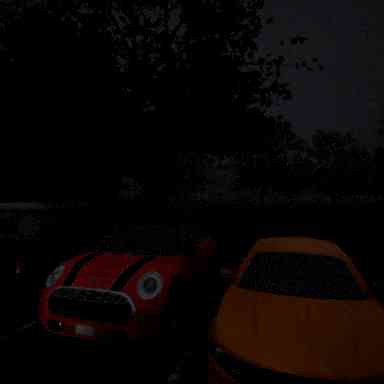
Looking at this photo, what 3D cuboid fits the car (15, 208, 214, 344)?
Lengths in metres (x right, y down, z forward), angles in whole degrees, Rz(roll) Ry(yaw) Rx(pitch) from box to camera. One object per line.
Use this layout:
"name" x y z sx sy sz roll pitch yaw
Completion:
"car" -0.857 1.327 6.729 2.185 1.767 4.553 1 0 16

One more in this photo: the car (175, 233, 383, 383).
"car" 1.550 1.475 4.983 2.097 1.535 5.008 1 0 15

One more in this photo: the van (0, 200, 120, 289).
"van" -3.251 1.203 8.534 1.878 1.987 4.442 0 0 16
